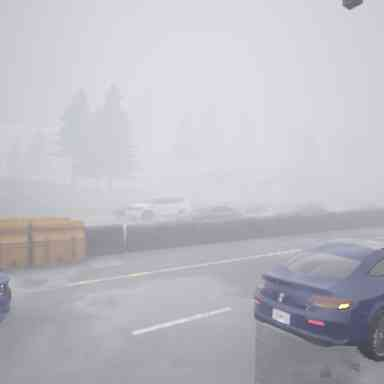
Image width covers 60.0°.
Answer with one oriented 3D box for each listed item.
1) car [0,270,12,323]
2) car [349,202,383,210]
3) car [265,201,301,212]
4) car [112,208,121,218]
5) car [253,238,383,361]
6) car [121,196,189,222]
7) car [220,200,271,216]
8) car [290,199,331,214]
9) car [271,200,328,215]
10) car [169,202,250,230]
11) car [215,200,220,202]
[{"bbox_3d":[-5.192,1.457,4.343,5.008,1.535,1.882,1,0,-35],"label":"car"},{"bbox_3d":[17.581,1.718,33.409,4.674,1.442,1.812,0,0,-35],"label":"car"},{"bbox_3d":[11.521,1.794,41.984,4.718,1.301,1.895,0,0,-35],"label":"car"},{"bbox_3d":[-4.869,1.714,30.481,4.718,1.301,1.895,0,0,-35],"label":"car"},{"bbox_3d":[3.118,1.585,5.985,4.674,1.442,1.812,0,0,-36],"label":"car"},{"bbox_3d":[-2.634,1.336,27.774,5.566,2.045,2.150,0,0,-35],"label":"car"},{"bbox_3d":[5.644,1.671,33.585,4.902,1.511,2.128,0,0,-35],"label":"car"},{"bbox_3d":[14.079,1.684,39.503,4.902,1.511,2.128,0,0,-35],"label":"car"},{"bbox_3d":[9.157,1.653,27.499,5.008,1.535,1.882,0,0,-35],"label":"car"},{"bbox_3d":[1.211,1.618,21.920,4.892,1.490,1.837,0,0,-35],"label":"car"},{"bbox_3d":[3.104,1.654,36.079,5.008,1.535,1.882,0,0,-35],"label":"car"}]
